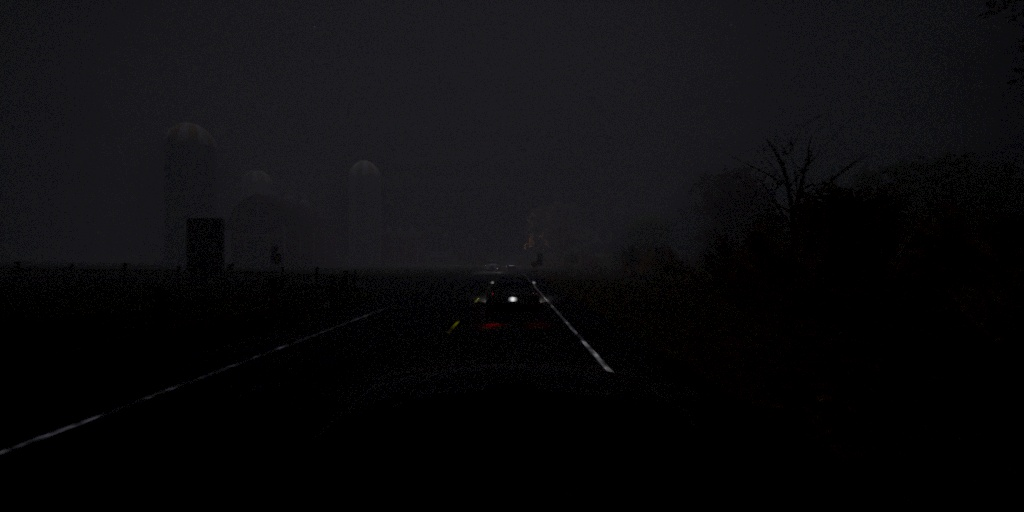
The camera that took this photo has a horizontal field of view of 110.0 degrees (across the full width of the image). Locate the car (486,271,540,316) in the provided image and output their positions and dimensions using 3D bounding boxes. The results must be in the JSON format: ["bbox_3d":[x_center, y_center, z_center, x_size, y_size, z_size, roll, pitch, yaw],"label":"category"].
[{"bbox_3d":[0.045,1.485,14.404,1.994,1.385,4.181,0,-1,0],"label":"car"}]

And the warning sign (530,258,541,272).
[{"bbox_3d":[3.550,1.609,57.382,1.300,1.860,1.060,0,0,0],"label":"warning sign"}]
